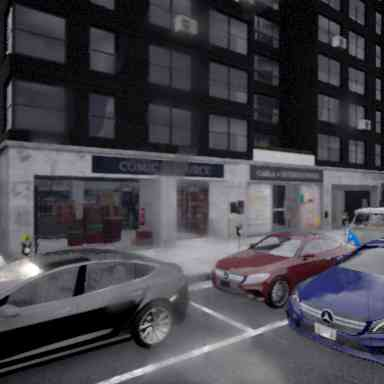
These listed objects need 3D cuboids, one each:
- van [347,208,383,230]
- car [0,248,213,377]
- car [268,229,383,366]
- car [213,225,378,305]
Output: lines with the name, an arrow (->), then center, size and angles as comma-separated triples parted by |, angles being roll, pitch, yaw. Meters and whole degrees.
van -> 6.785, 1.397, 11.025 | 3.998, 1.788, 1.690 | 0, 0, -35
car -> -2.030, 1.571, 4.739 | 4.313, 1.339, 1.947 | 0, 0, -35
car -> 3.620, 1.555, 5.636 | 4.674, 1.442, 1.812 | 1, 0, -35
car -> 2.378, 1.613, 7.882 | 4.206, 1.307, 1.802 | 0, 0, -35
